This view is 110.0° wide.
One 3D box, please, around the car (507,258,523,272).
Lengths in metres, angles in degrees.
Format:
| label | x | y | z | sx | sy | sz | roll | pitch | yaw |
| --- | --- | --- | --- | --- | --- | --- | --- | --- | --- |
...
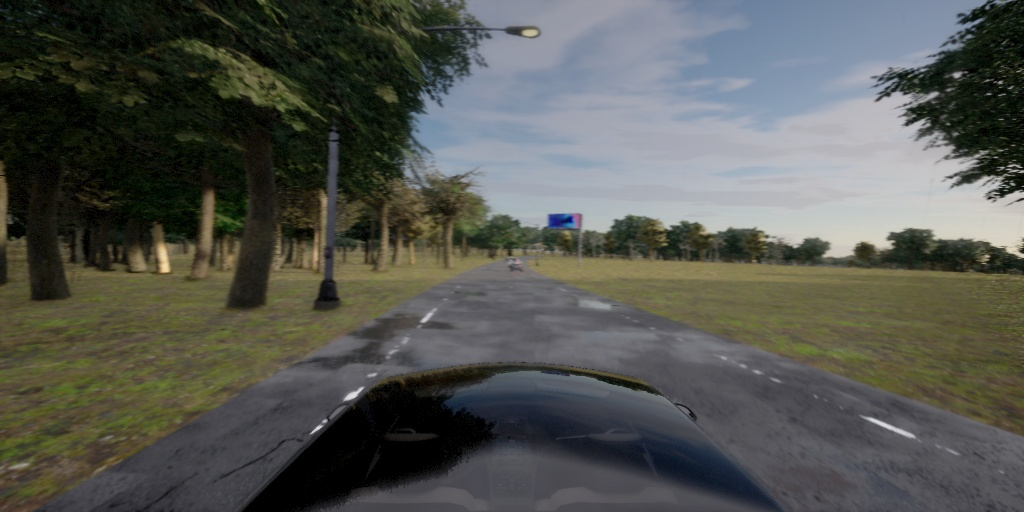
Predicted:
| label | x | y | z | sx | sy | sz | roll | pitch | yaw |
| --- | --- | --- | --- | --- | --- | --- | --- | --- | --- |
| car | 0.625 | 1.544 | 54.786 | 2.128 | 1.511 | 4.902 | 2 | 0 | -1 |
